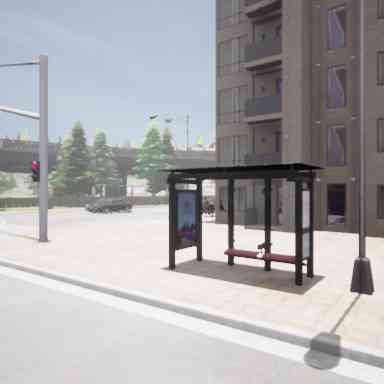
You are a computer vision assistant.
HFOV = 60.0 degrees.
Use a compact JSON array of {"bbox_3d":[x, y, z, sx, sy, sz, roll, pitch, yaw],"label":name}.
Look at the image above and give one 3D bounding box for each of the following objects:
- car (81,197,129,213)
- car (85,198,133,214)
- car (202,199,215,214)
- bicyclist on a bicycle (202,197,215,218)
[{"bbox_3d":[-9.720,1.413,37.561,2.128,1.511,4.902,0,0,39],"label":"car"},{"bbox_3d":[-8.229,1.428,33.809,1.837,1.490,4.892,0,0,38],"label":"car"},{"bbox_3d":[1.690,1.455,34.925,1.812,1.442,4.674,0,0,40],"label":"car"},{"bbox_3d":[1.254,1.234,26.670,1.656,1.620,0.582,0,0,36],"label":"bicyclist on a bicycle"}]
